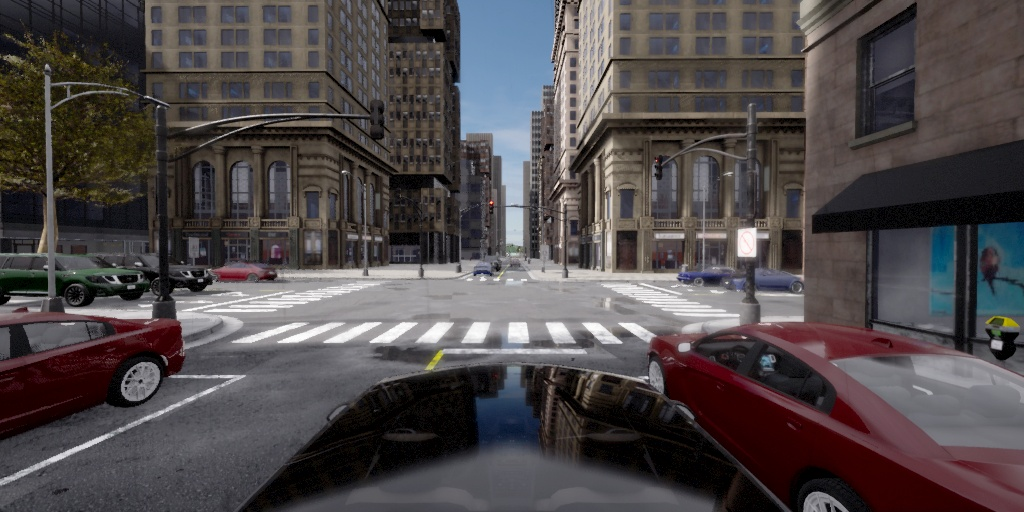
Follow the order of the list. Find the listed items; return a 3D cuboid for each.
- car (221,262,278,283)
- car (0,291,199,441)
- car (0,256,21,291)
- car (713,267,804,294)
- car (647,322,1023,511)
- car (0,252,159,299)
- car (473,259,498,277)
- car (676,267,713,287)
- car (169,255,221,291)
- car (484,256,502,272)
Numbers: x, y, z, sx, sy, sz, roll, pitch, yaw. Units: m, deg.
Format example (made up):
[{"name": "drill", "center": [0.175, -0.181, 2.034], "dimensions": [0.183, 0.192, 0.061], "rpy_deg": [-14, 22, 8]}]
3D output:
[{"name": "car", "center": [-18.522, 1.097, 24.648], "dimensions": [4.181, 1.385, 1.994], "rpy_deg": [0, 1, 1]}, {"name": "car", "center": [-5.754, 1.295, 3.466], "dimensions": [1.888, 1.381, 4.507], "rpy_deg": [0, 0, 0]}, {"name": "car", "center": [-28.414, 0.902, 18.036], "dimensions": [4.553, 1.767, 2.097], "rpy_deg": [0, 1, 1]}, {"name": "car", "center": [14.641, 1.419, 21.097], "dimensions": [4.181, 1.385, 1.994], "rpy_deg": [0, 1, 0]}, {"name": "car", "center": [2.771, 1.294, 3.396], "dimensions": [1.888, 1.381, 4.507], "rpy_deg": [0, 0, 0]}, {"name": "car", "center": [-18.336, 0.901, 14.691], "dimensions": [5.566, 2.045, 2.150], "rpy_deg": [0, 1, 1]}, {"name": "car", "center": [-2.797, 1.290, 36.247], "dimensions": [2.033, 1.411, 5.357], "rpy_deg": [0, 0, 0]}, {"name": "car", "center": [13.817, 1.402, 24.355], "dimensions": [4.718, 1.301, 1.895], "rpy_deg": [0, 1, 1]}, {"name": "car", "center": [-18.327, 0.854, 17.941], "dimensions": [5.566, 2.045, 2.150], "rpy_deg": [0, 1, 1]}, {"name": "car", "center": [-2.698, 0.962, 46.549], "dimensions": [2.150, 2.045, 5.566], "rpy_deg": [0, 0, 1]}]
